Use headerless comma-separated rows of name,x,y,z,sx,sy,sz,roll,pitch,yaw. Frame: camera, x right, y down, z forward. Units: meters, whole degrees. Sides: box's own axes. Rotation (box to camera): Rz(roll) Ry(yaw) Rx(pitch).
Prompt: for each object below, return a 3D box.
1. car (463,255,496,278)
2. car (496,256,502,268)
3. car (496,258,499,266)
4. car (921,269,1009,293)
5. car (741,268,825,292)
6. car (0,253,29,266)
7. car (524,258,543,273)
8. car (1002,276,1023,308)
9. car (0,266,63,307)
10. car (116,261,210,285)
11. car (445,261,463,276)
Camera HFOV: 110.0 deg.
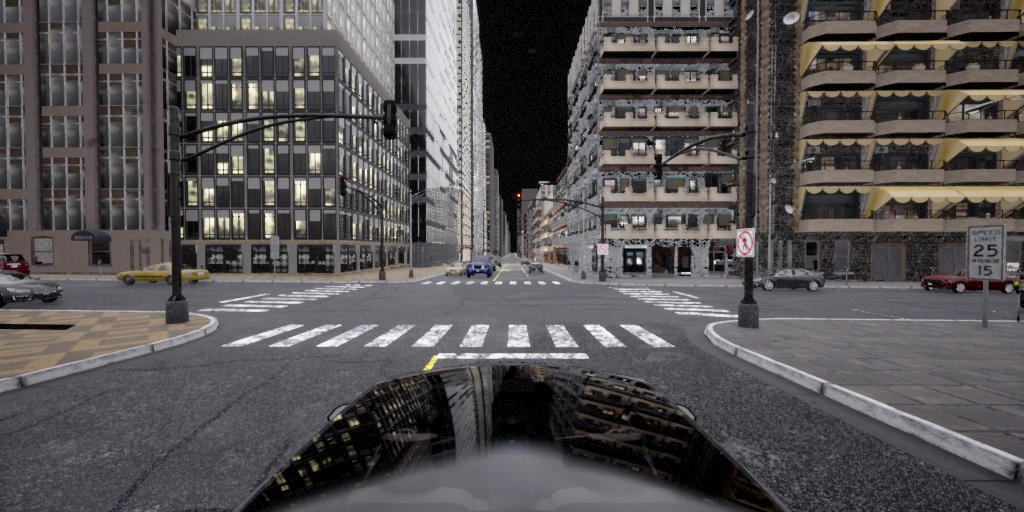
car,-3.042,0.962,34.710,2.150,2.045,5.566,0,0,0
car,-2.959,0.958,61.437,2.150,2.045,5.566,0,0,0
car,-3.016,1.215,46.221,1.882,1.535,5.008,0,0,0
car,27.409,1.462,21.548,4.507,1.381,1.888,0,0,1
car,16.344,1.375,21.724,4.403,1.370,2.007,0,0,1
car,-33.577,0.712,22.516,5.009,1.841,2.192,0,0,1
car,2.761,1.289,42.219,2.007,1.370,4.403,0,0,0
car,21.736,1.576,13.258,4.313,1.339,1.948,0,0,1
car,-20.265,1.204,13.954,4.403,1.370,2.007,0,0,1
car,-21.631,1.029,22.290,4.829,1.417,1.751,0,0,1
car,-5.630,1.265,36.409,1.751,1.417,4.829,0,0,0
